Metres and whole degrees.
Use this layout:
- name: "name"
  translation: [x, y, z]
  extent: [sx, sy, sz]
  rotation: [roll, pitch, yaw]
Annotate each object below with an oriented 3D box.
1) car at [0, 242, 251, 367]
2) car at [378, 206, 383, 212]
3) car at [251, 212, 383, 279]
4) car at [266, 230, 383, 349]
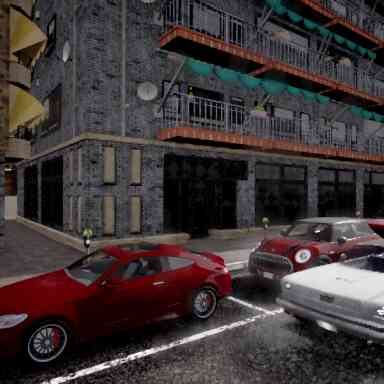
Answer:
- name: "car"
  translation: [-1.180, 1.583, 5.718]
  extent: [4.206, 1.307, 1.802]
  rotation: [0, 0, -36]
- name: "car"
  translation: [8.028, 1.322, 12.315]
  extent: [5.009, 1.841, 2.192]
  rotation: [0, 0, -36]
- name: "car"
  translation: [3.423, 1.443, 9.016]
  extent: [4.097, 1.590, 1.967]
  rotation: [0, 0, -36]
- name: "car"
  translation: [3.713, 1.603, 6.046]
  extent: [4.718, 1.301, 1.895]
  rotation: [0, 0, -36]
